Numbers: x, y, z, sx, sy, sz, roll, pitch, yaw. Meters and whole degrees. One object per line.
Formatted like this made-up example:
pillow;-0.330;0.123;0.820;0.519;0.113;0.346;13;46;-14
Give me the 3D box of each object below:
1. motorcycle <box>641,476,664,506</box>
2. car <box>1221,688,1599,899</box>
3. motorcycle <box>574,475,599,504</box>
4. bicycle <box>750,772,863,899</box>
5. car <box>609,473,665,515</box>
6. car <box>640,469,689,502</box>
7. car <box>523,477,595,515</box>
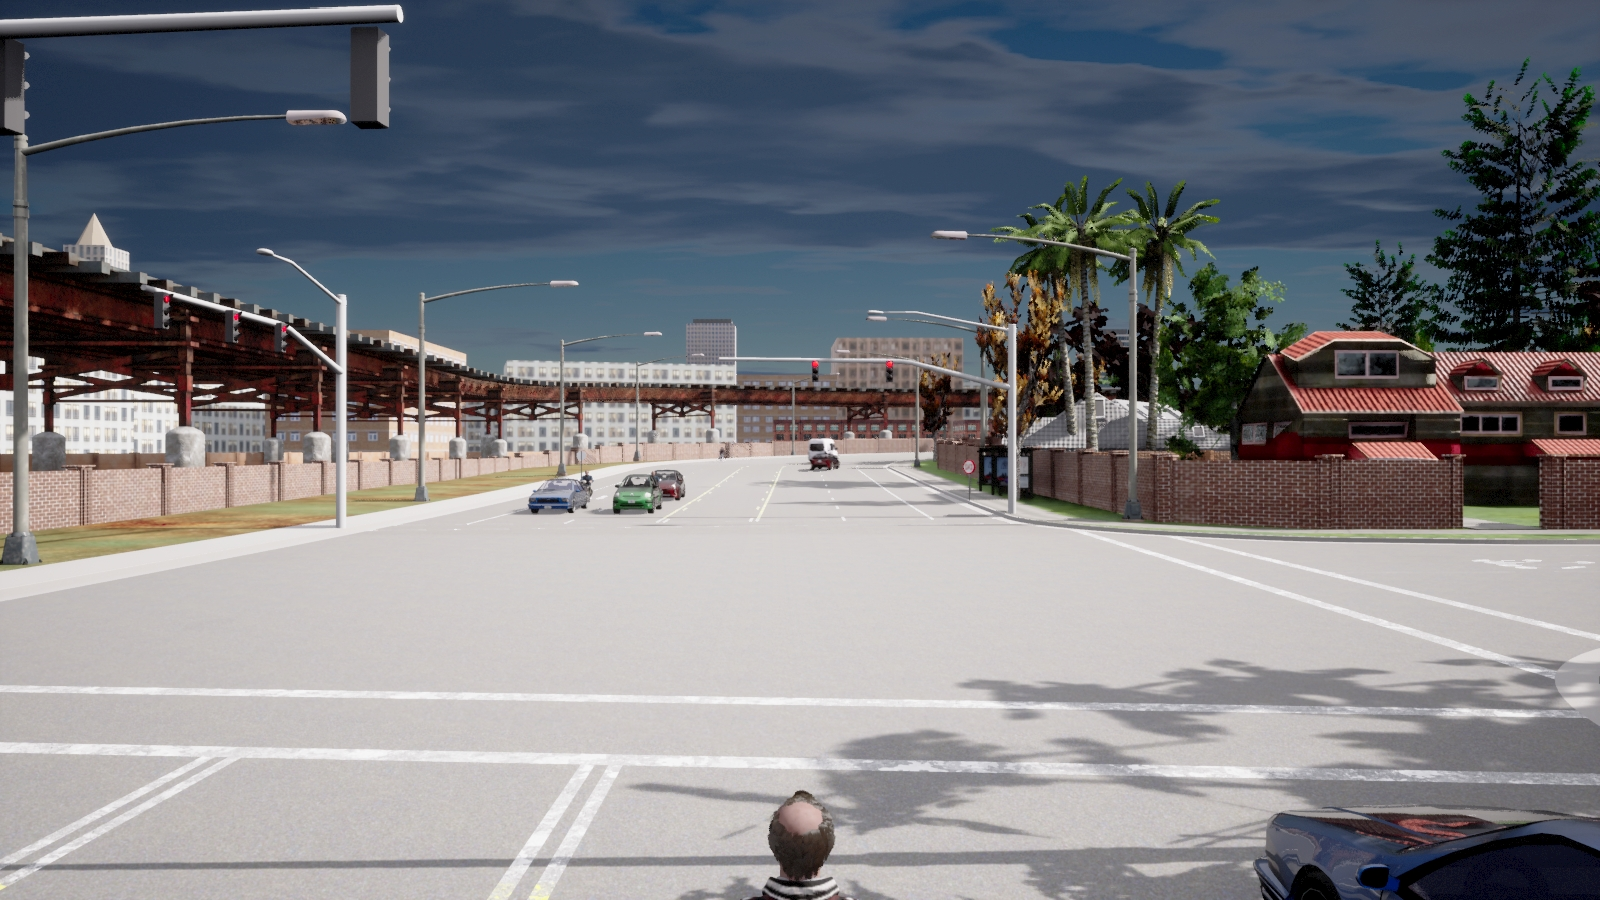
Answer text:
motorcycle;-7.053;1.947;54.746;0.856;1.341;1.805;0;1;0
car;3.467;2.106;4.038;2.033;1.411;5.357;0;0;1
motorcycle;-10.476;1.934;56.002;0.856;1.341;1.805;0;1;1
bicycle;0.019;2.048;3.681;0.329;1.496;1.835;0;0;0
car;-7.031;1.877;49.698;1.851;1.617;3.988;0;1;0
car;-7.040;1.800;59.633;2.007;1.525;4.514;0;1;0
car;-10.533;1.979;50.380;2.033;1.411;5.357;0;1;0
